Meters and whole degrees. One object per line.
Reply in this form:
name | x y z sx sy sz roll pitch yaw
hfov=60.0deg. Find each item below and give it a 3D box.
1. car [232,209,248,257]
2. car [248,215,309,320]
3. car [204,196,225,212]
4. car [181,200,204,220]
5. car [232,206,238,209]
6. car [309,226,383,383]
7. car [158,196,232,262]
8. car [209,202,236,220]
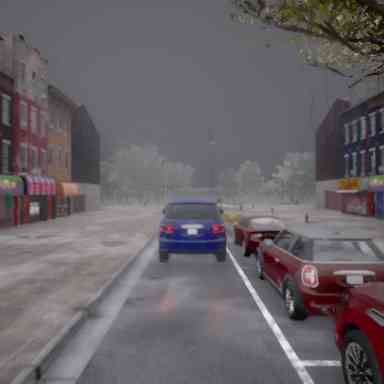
car | 2.640 1.558 12.882 1.887 1.381 4.507 0 0 0
car | 2.639 1.448 7.336 1.967 1.590 4.097 0 0 0
car | 2.645 1.387 40.609 2.192 1.841 5.009 0 0 0
car | 0.062 1.522 29.674 1.882 1.535 5.008 0 0 0
car | 2.642 1.555 24.143 1.752 1.417 4.829 0 0 0
car | 2.638 1.317 1.790 2.192 1.841 5.009 0 0 0
car | 0.039 1.236 12.377 2.150 2.045 5.566 0 0 1
car | 2.643 1.594 29.517 2.008 1.369 4.403 0 0 0
